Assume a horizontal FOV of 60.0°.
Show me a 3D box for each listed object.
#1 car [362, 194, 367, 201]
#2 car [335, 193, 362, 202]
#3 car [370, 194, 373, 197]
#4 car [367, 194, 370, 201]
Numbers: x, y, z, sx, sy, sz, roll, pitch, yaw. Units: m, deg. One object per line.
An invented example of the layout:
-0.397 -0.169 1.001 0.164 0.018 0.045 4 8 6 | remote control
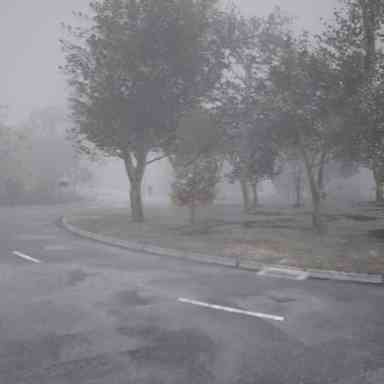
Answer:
36.346 1.135 76.654 5.566 2.045 2.435 1 -1 19 | car
34.519 1.306 74.317 4.892 1.521 2.231 1 -1 18 | car
41.794 1.622 83.627 5.366 1.575 1.946 1 0 19 | car
38.264 1.219 78.962 5.566 2.045 2.435 1 -1 19 | car
